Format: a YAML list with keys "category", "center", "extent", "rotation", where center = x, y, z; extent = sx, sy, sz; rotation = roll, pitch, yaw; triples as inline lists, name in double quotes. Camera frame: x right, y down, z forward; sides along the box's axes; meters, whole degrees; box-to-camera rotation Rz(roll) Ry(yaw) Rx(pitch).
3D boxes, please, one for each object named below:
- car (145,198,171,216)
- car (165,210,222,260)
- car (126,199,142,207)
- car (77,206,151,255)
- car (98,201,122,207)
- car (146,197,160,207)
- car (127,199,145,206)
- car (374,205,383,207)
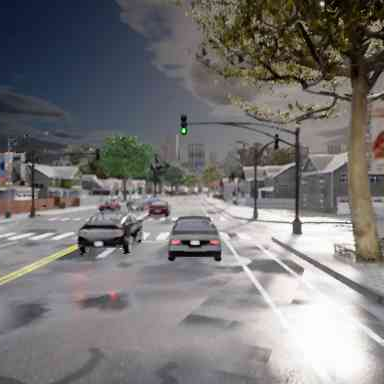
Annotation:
- category: "car"
  center: [-3.172, 1.612, 33.305]
  extent: [1.882, 1.535, 5.008]
  rotation: [0, 0, 0]
- category: "car"
  center: [0.092, 1.604, 12.625]
  extent: [2.033, 1.411, 5.357]
  rotation: [0, 0, 0]
- category: "car"
  center: [-9.834, 1.810, 57.067]
  extent: [1.895, 1.301, 4.718]
  rotation: [0, 0, 0]
- category: "car"
  center: [-3.161, 1.551, 13.684]
  extent: [2.128, 1.511, 4.902]
  rotation: [0, 0, 0]
- category: "car"
  center: [-9.868, 1.758, 40.172]
  extent: [1.895, 1.301, 4.718]
  rotation: [0, 0, 0]
- category: "car"
  center: [-6.597, 1.686, 56.730]
  extent: [1.882, 1.535, 5.008]
  rotation: [0, 0, 0]
- category: "car"
  center: [-6.618, 1.651, 40.895]
  extent: [2.128, 1.511, 4.902]
  rotation: [0, 0, 0]
- category: "car"
  center: [13.147, 1.676, 21.847]
  extent: [4.553, 1.767, 2.097]
  rotation: [1, 0, -3]
